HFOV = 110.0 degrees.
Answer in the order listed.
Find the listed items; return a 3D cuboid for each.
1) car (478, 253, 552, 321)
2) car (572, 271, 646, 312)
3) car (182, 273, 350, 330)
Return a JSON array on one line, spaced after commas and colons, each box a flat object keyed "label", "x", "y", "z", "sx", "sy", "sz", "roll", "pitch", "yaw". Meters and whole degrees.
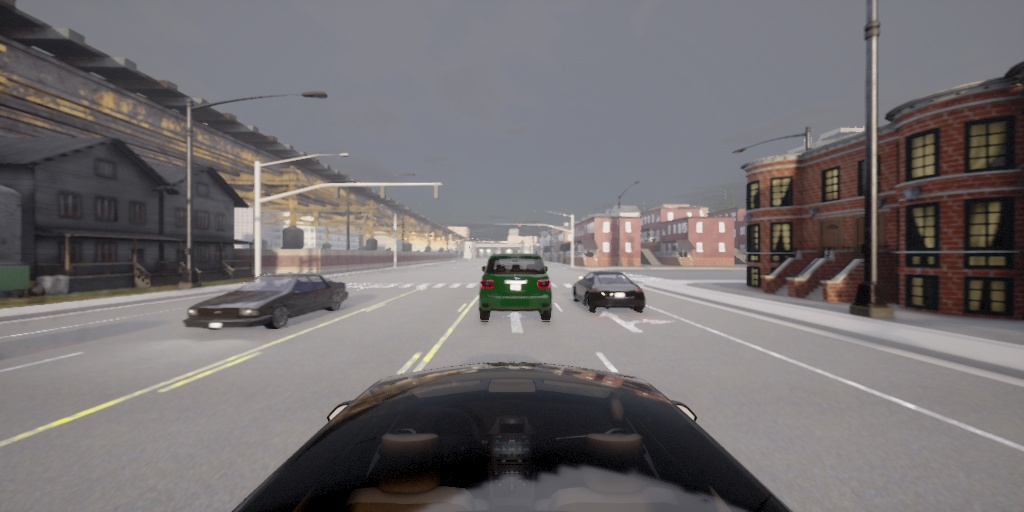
[{"label": "car", "x": 0.101, "y": 0.932, "z": 12.359, "sx": 2.150, "sy": 2.045, "sz": 5.566, "roll": 0, "pitch": 0, "yaw": 0}, {"label": "car", "x": 3.602, "y": 1.268, "z": 13.968, "sx": 1.994, "sy": 1.385, "sz": 4.181, "roll": 0, "pitch": 0, "yaw": 0}, {"label": "car", "x": -7.069, "y": 1.263, "z": 11.230, "sx": 2.033, "sy": 1.411, "sz": 5.357, "roll": 0, "pitch": 0, "yaw": 0}]
